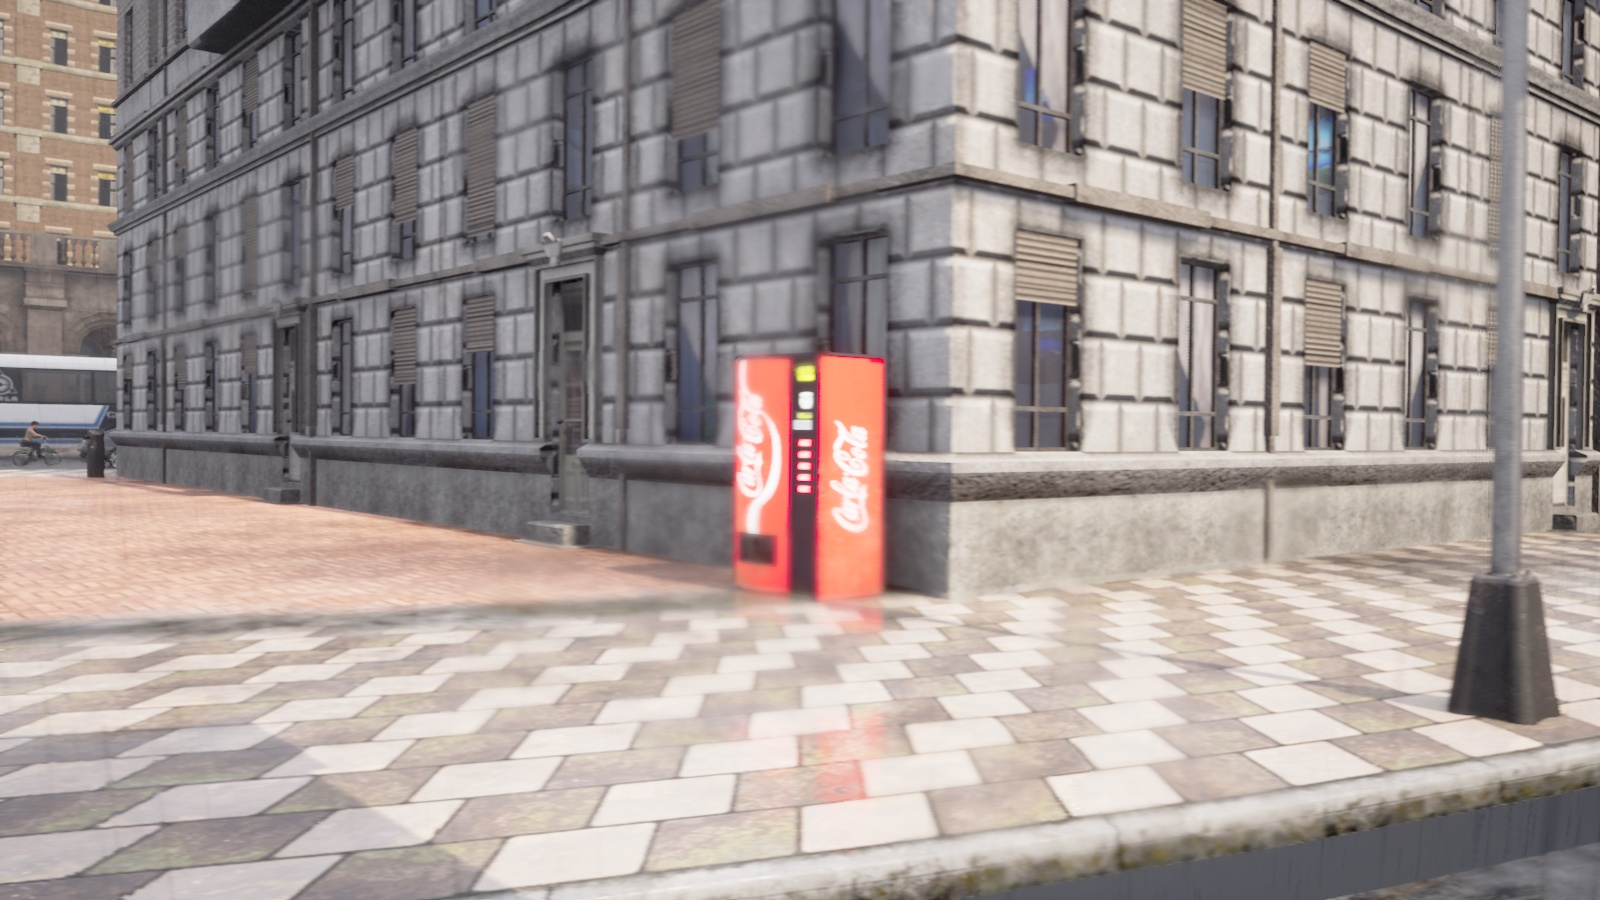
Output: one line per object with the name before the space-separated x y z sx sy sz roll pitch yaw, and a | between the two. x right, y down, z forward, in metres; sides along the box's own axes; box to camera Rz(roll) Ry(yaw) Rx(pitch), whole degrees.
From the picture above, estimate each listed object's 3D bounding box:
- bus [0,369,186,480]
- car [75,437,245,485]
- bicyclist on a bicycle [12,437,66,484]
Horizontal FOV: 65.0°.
bus | -30.633 -1.002 50.180 10.273 4.253 3.944 -1 1 -40
car | -22.166 0.337 43.585 4.902 1.511 2.128 -1 1 -40
bicyclist on a bicycle | -26.823 0.359 44.258 1.509 1.612 0.866 -1 1 -40
